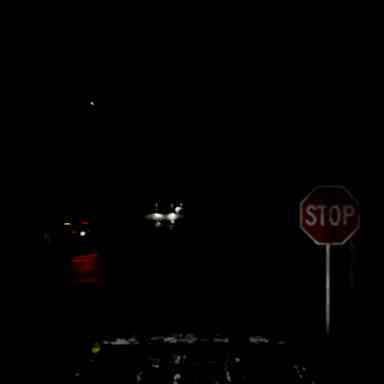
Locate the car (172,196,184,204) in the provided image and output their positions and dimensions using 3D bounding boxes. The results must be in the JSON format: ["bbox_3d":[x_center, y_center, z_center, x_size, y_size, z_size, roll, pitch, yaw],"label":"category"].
[{"bbox_3d":[-2.793,1.626,67.576,2.033,1.411,5.357,0,0,0],"label":"car"}]

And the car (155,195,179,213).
[{"bbox_3d":[-2.871,1.367,36.532,2.097,1.767,4.553,0,0,0],"label":"car"}]

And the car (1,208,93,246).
[{"bbox_3d":[-6.824,1.538,15.470,4.892,1.490,1.837,0,-2,29],"label":"car"}]

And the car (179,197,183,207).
[{"bbox_3d":[-2.870,1.389,50.115,2.097,1.767,4.553,0,0,0],"label":"car"}]
